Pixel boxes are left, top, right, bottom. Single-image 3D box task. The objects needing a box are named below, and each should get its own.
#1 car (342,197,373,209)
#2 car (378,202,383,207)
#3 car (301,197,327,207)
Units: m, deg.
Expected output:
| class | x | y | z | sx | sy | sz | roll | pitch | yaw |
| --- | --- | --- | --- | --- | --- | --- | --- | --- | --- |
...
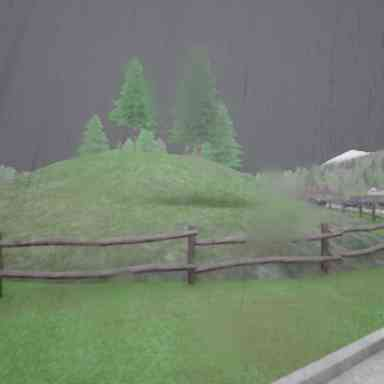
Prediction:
| class | x | y | z | sx | sy | sz | roll | pitch | yaw |
| --- | --- | --- | --- | --- | --- | --- | --- | --- | --- |
| car | 24.155 | 1.504 | 48.770 | 2.097 | 1.767 | 4.553 | 0 | 0 | -16 |
| car | 28.288 | 1.687 | 46.527 | 1.812 | 1.442 | 4.674 | 0 | 0 | -12 |
| car | 19.354 | 1.649 | 53.076 | 1.837 | 1.490 | 4.892 | 0 | 0 | -16 |
